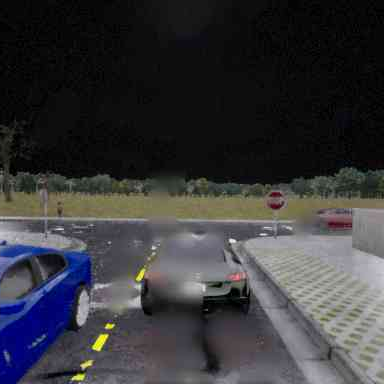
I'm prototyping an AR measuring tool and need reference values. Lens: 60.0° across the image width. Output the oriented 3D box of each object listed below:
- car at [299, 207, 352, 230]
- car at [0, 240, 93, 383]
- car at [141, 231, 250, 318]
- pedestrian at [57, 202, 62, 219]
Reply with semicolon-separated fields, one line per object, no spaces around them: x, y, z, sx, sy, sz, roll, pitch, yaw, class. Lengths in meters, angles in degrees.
9.215;1.703;21.688;4.181;1.385;1.994;1;0;-1;car
-2.747;1.477;4.019;1.882;1.535;5.008;0;0;1;car
0.087;1.562;7.537;1.994;1.385;4.181;0;0;1;car
-9.719;0.998;24.448;0.375;1.860;0.375;0;-1;0;pedestrian
